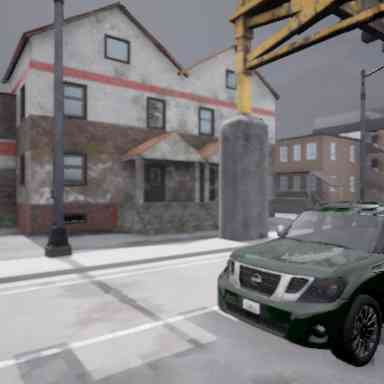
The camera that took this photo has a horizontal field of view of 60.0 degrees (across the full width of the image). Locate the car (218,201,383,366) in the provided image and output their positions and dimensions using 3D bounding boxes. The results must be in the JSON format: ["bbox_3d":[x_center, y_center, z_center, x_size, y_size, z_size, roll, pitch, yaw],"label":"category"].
[{"bbox_3d":[3.071,1.220,6.168,5.566,2.045,2.150,0,0,-35],"label":"car"}]
